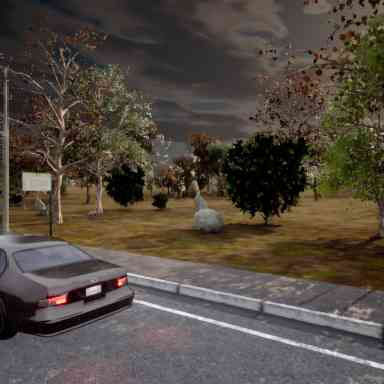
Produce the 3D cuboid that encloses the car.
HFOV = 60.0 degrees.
[{"bbox_3d":[-3.542,1.547,6.530,5.357,1.411,2.033,0,0,36],"label":"car"}]
